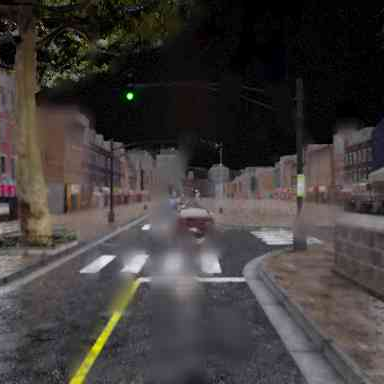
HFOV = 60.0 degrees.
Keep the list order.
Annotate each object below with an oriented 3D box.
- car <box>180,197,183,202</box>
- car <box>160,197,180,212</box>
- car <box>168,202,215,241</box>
[{"bbox_3d":[-2.743,1.722,63.604,2.128,1.511,4.902,0,-1,0],"label":"car"},{"bbox_3d":[-2.838,1.587,41.109,1.882,1.535,5.008,0,0,0],"label":"car"},{"bbox_3d":[0.074,1.471,16.486,1.882,1.535,5.008,-1,-1,0],"label":"car"}]
